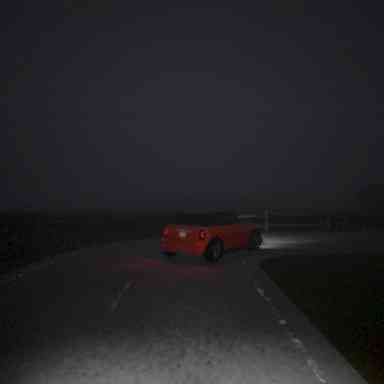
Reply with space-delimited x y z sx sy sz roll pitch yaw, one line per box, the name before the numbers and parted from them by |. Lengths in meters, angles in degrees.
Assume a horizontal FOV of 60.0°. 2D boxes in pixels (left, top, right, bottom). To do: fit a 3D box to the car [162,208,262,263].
car | 0.920 1.471 12.894 2.097 1.767 4.553 0 -1 36
